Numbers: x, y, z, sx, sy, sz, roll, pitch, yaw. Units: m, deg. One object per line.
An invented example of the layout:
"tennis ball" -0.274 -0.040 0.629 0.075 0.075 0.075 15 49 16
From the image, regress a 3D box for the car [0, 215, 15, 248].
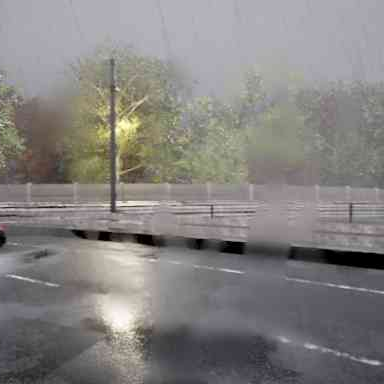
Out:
"car" -9.458 1.604 13.358 4.181 1.385 1.994 0 0 28

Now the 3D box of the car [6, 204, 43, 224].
"car" -12.435 1.576 24.156 5.357 1.411 2.033 0 0 -6

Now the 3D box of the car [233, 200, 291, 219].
"car" 5.835 1.474 27.898 5.008 1.535 1.882 -1 0 -14
